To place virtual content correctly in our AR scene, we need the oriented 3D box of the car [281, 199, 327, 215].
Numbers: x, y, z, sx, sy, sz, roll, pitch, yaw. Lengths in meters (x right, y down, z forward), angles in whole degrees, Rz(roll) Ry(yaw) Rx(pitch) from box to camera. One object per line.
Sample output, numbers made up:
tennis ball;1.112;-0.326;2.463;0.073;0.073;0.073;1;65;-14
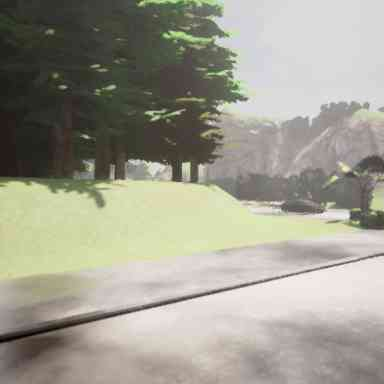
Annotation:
car;11.464;1.540;34.383;1.837;1.490;4.892;0;0;-35
